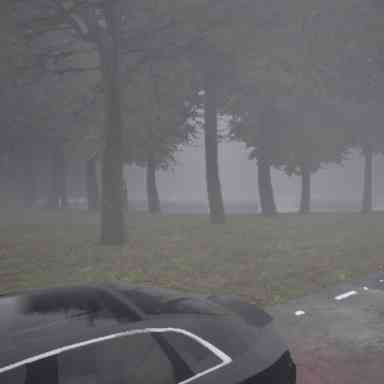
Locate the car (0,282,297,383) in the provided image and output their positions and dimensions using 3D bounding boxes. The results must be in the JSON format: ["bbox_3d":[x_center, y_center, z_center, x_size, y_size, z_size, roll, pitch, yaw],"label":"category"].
[{"bbox_3d":[-1.350,1.534,2.064,4.892,1.490,1.837,-1,0,-37],"label":"car"}]
